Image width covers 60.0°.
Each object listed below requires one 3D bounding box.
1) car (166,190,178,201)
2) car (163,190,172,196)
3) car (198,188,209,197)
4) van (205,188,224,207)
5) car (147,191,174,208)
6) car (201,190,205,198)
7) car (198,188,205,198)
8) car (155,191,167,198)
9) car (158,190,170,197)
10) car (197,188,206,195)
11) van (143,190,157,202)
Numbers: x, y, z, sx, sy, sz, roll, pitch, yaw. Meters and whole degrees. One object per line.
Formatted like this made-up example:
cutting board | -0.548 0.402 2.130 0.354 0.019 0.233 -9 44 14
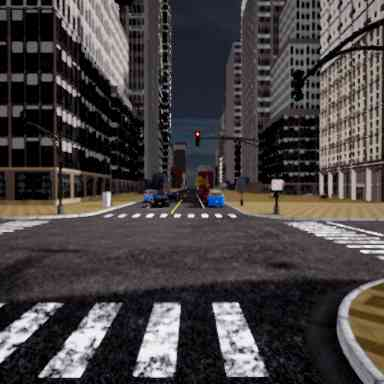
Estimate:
car | -3.274 0.705 53.118 1.895 1.301 4.718 0 1 0
car | -5.861 0.217 80.807 1.802 1.307 4.206 0 1 0
car | 2.514 0.044 75.256 2.192 1.841 5.009 0 1 0
van | 2.586 0.725 36.490 1.690 1.788 3.998 0 1 0
car | -3.315 0.956 36.022 1.994 1.385 4.181 0 1 0
car | 2.501 0.835 42.031 1.887 1.381 4.507 0 1 0
car | 2.502 0.232 64.178 2.192 1.841 5.009 0 1 0
car | -5.879 0.483 64.191 1.947 1.339 4.313 0 1 0
car | -5.873 0.374 69.729 2.008 1.369 4.403 0 1 0
car | 2.527 -0.145 86.333 2.192 1.841 5.009 0 1 0
van | -5.896 0.539 47.572 1.690 1.788 3.998 0 1 0
